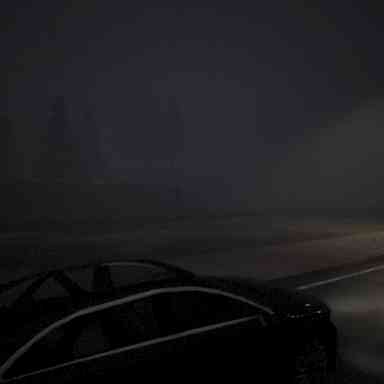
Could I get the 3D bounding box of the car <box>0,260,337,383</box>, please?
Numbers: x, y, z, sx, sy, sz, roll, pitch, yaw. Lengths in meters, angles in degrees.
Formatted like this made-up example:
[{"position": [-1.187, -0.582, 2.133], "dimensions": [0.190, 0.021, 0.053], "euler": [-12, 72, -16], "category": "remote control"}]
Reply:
[{"position": [-0.455, 1.498, 3.421], "dimensions": [4.902, 1.511, 2.128], "euler": [0, 0, -35], "category": "car"}]
